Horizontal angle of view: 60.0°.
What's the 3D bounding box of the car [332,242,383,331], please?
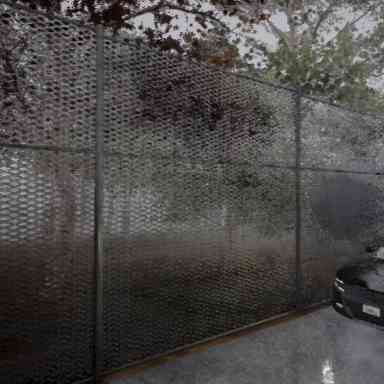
[{"bbox_3d":[4.711,1.500,6.397,5.008,1.535,1.882,0,0,-35],"label":"car"}]
